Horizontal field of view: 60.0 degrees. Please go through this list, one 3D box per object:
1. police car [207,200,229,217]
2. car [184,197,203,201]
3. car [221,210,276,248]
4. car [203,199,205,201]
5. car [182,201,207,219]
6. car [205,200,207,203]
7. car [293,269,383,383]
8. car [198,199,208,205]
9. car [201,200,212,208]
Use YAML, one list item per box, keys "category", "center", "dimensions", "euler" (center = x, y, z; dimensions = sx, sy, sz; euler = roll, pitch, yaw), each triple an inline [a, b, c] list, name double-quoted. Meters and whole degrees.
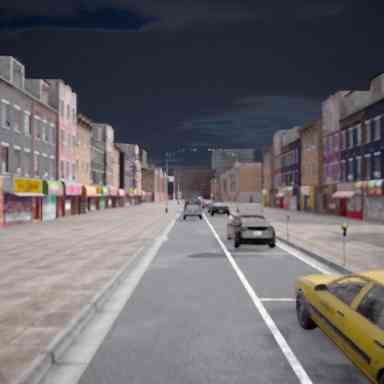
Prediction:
- category: "police car"
  center: [2.975, 1.789, 36.631]
  dimensions: [1.930, 1.638, 5.238]
  euler: [0, -1, 0]
- category: "car"
  center: [0.057, 1.684, 45.298]
  dimensions: [2.150, 2.045, 5.566]
  euler: [0, 0, 0]
- category: "car"
  center: [2.624, 1.707, 15.389]
  dimensions: [1.947, 1.339, 4.313]
  euler: [0, -1, 0]
- category: "car"
  center: [2.587, 2.010, 55.145]
  dimensions: [1.967, 1.590, 4.097]
  euler: [0, -1, 0]
- category: "car"
  center: [0.063, 1.864, 32.279]
  dimensions: [2.033, 1.411, 5.357]
  euler: [0, -1, 0]
- category: "car"
  center: [2.984, 1.966, 43.519]
  dimensions: [1.812, 1.442, 4.674]
  euler: [0, -1, 0]
- category: "car"
  center: [2.635, 1.563, 4.200]
  dimensions: [1.752, 1.417, 4.829]
  euler: [0, -1, 0]
- category: "car"
  center: [2.565, 2.396, 77.860]
  dimensions: [2.008, 1.369, 4.403]
  euler: [0, -1, 0]
- category: "car"
  center: [2.581, 2.216, 60.823]
  dimensions: [1.802, 1.307, 4.206]
  euler: [0, -1, 0]
